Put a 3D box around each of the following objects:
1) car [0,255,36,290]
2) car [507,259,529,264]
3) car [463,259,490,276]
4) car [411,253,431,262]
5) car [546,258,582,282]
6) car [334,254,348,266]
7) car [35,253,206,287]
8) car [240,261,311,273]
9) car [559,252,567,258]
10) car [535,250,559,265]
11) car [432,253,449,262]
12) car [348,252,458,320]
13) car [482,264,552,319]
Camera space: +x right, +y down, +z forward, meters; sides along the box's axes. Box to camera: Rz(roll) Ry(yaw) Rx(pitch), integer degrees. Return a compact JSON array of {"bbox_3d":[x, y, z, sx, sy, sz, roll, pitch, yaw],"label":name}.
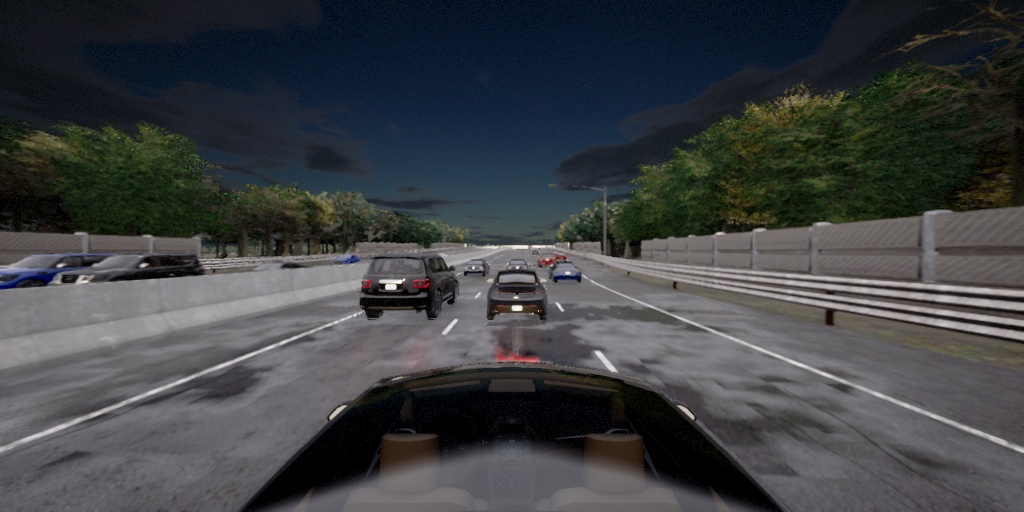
[{"bbox_3d":[-20.988,0.881,16.686,2.150,2.045,5.566,0,1,1],"label":"car"},{"bbox_3d":[0.502,0.956,31.451,2.033,1.411,5.357,0,1,1],"label":"car"},{"bbox_3d":[-3.006,0.964,31.167,2.033,1.411,5.357,0,1,1],"label":"car"},{"bbox_3d":[-16.014,0.190,63.302,2.033,1.411,5.357,0,2,3],"label":"car"},{"bbox_3d":[3.770,1.078,25.895,1.994,1.385,4.181,0,1,1],"label":"car"},{"bbox_3d":[-22.884,0.499,49.932,1.882,1.535,5.008,0,1,-1],"label":"car"},{"bbox_3d":[-17.485,0.879,16.839,2.150,2.045,5.566,0,1,1],"label":"car"},{"bbox_3d":[-13.916,1.079,21.111,1.882,1.535,5.008,0,1,1],"label":"car"},{"bbox_3d":[8.311,0.159,61.010,1.882,1.535,5.008,0,2,4],"label":"car"},{"bbox_3d":[4.341,0.457,45.320,2.097,1.767,4.553,0,1,2],"label":"car"},{"bbox_3d":[-12.528,0.168,63.174,1.812,1.442,4.674,0,2,3],"label":"car"},{"bbox_3d":[-3.335,0.922,12.621,2.150,2.045,5.566,0,1,1],"label":"car"},{"bbox_3d":[0.168,1.207,12.551,1.837,1.490,4.892,0,1,1],"label":"car"}]
